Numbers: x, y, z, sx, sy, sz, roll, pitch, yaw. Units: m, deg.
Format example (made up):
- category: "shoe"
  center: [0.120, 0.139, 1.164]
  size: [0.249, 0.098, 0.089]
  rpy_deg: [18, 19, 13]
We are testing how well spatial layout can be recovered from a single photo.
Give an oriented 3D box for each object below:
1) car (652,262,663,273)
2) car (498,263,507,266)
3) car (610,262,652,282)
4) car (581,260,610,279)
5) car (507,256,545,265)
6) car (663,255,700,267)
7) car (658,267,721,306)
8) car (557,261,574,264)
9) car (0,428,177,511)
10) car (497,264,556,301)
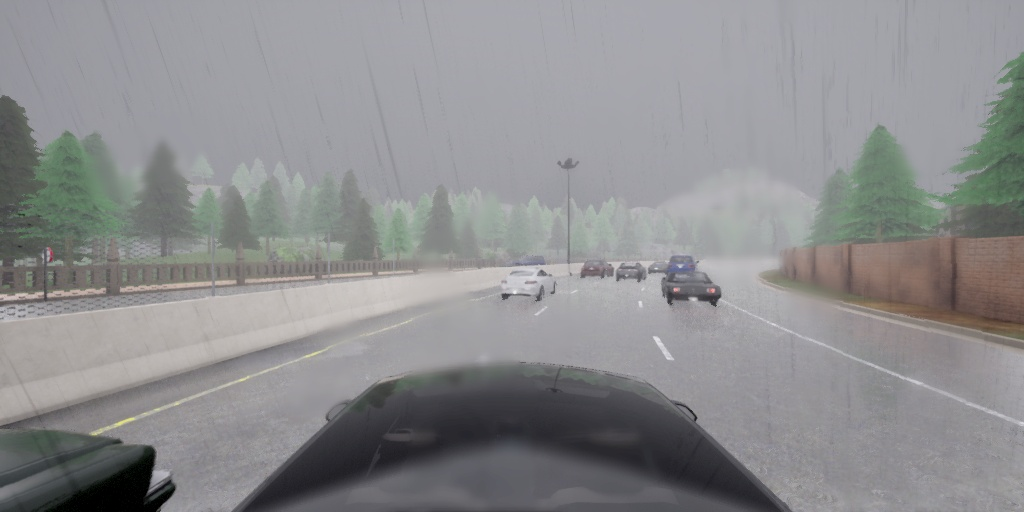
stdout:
- category: "car"
  center: [16.587, 1.314, 40.001]
  size: [1.994, 1.385, 4.181]
  rpy_deg: [0, 0, 35]
- category: "car"
  center: [0.158, 1.297, 47.382]
  size: [2.033, 1.411, 5.357]
  rpy_deg: [0, 0, 34]
- category: "car"
  center: [9.650, 1.240, 28.827]
  size: [2.128, 1.511, 4.902]
  rpy_deg: [0, 0, 27]
- category: "car"
  center: [7.962, 1.103, 33.009]
  size: [2.097, 1.767, 4.553]
  rpy_deg: [0, 0, 29]
- category: "car"
  center: [2.097, 0.973, 44.000]
  size: [2.150, 2.045, 5.566]
  rpy_deg: [0, 0, 34]
- category: "car"
  center: [15.010, 0.971, 31.358]
  size: [2.150, 2.045, 5.566]
  rpy_deg: [0, 0, 30]
- category: "car"
  center: [7.710, 1.351, 15.841]
  size: [1.895, 1.301, 4.718]
  rpy_deg: [0, 0, 19]
- category: "car"
  center: [6.492, 1.297, 44.276]
  size: [2.033, 1.411, 5.357]
  rpy_deg: [0, 0, 34]
- category: "car"
  center: [-3.352, 1.351, 0.206]
  size: [1.895, 1.301, 4.718]
  rpy_deg: [0, 0, 8]
- category: "car"
  center: [0.869, 1.275, 17.324]
  size: [1.812, 1.442, 4.674]
  rpy_deg: [0, 0, 18]
